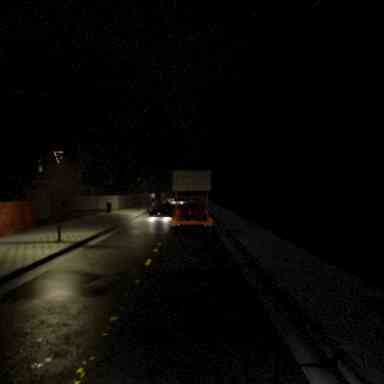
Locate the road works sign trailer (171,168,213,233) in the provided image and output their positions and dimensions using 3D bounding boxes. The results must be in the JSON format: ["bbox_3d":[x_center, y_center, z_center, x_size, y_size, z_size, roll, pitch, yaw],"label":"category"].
[{"bbox_3d":[-0.003,0.411,19.314,2.380,3.560,2.880,0,0,0],"label":"road works sign trailer"}]

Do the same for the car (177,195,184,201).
[{"bbox_3d":[-2.759,1.344,71.513,1.994,1.385,4.181,0,0,0],"label":"car"}]

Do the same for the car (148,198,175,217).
[{"bbox_3d":[-2.853,1.465,31.134,2.033,1.411,5.357,0,0,0],"label":"car"}]
